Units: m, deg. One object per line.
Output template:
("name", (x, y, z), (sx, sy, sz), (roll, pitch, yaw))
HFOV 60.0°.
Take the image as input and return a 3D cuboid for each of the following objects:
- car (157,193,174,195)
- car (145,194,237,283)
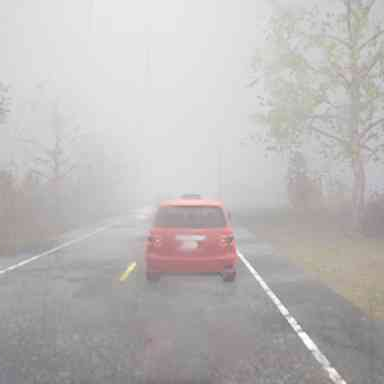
("car", (-3.987, 1.108, 46.685), (2.150, 2.045, 5.566), (0, 0, -2))
("car", (0.005, 1.203, 9.764), (2.150, 2.045, 5.566), (0, 0, 1))
